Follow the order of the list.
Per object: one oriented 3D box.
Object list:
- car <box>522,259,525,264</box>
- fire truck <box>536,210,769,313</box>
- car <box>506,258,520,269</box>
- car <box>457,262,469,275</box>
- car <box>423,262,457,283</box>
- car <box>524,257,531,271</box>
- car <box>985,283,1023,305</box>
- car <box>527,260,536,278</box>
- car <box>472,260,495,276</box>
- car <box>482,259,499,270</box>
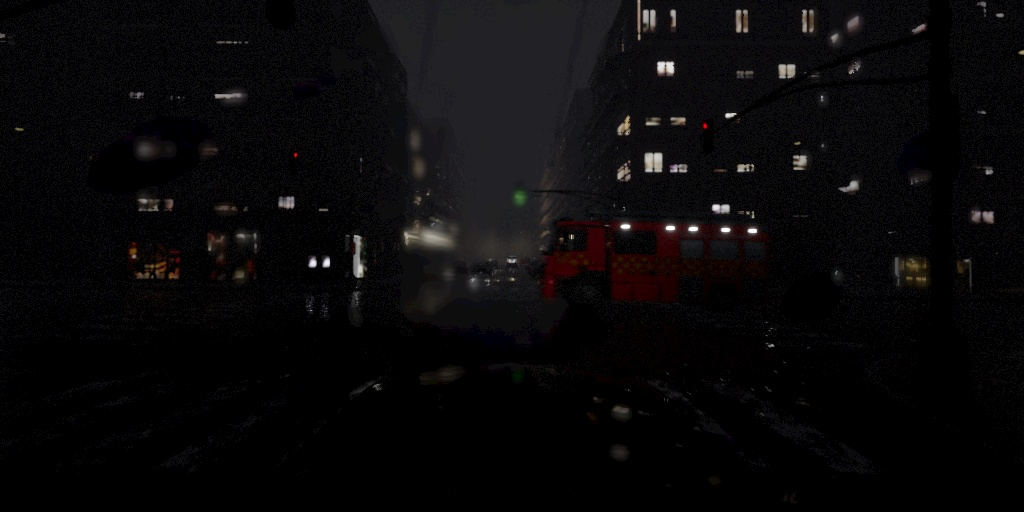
[{"bbox_3d":[2.687,1.361,50.067,1.802,1.307,4.207,0,0,0],"label":"car"},{"bbox_3d":[5.470,0.193,14.724,8.468,3.827,2.891,2,0,0],"label":"fire truck"},{"bbox_3d":[-0.003,1.387,59.371,1.895,1.301,4.718,0,0,0],"label":"car"},{"bbox_3d":[-5.693,1.316,39.033,1.888,1.381,4.507,0,0,0],"label":"car"},{"bbox_3d":[-5.692,1.290,27.817,1.751,1.417,4.829,0,0,0],"label":"car"},{"bbox_3d":[2.688,1.211,39.020,1.967,1.591,4.097,0,0,0],"label":"car"},{"bbox_3d":[26.245,1.760,17.523,4.829,1.417,1.751,0,0,0],"label":"car"},{"bbox_3d":[2.689,1.313,33.497,1.888,1.381,4.507,0,0,0],"label":"car"},{"bbox_3d":[-3.091,1.371,37.773,1.895,1.301,4.718,0,0,0],"label":"car"},{"bbox_3d":[-3.069,1.274,54.817,2.128,1.511,4.902,0,0,0],"label":"car"}]
